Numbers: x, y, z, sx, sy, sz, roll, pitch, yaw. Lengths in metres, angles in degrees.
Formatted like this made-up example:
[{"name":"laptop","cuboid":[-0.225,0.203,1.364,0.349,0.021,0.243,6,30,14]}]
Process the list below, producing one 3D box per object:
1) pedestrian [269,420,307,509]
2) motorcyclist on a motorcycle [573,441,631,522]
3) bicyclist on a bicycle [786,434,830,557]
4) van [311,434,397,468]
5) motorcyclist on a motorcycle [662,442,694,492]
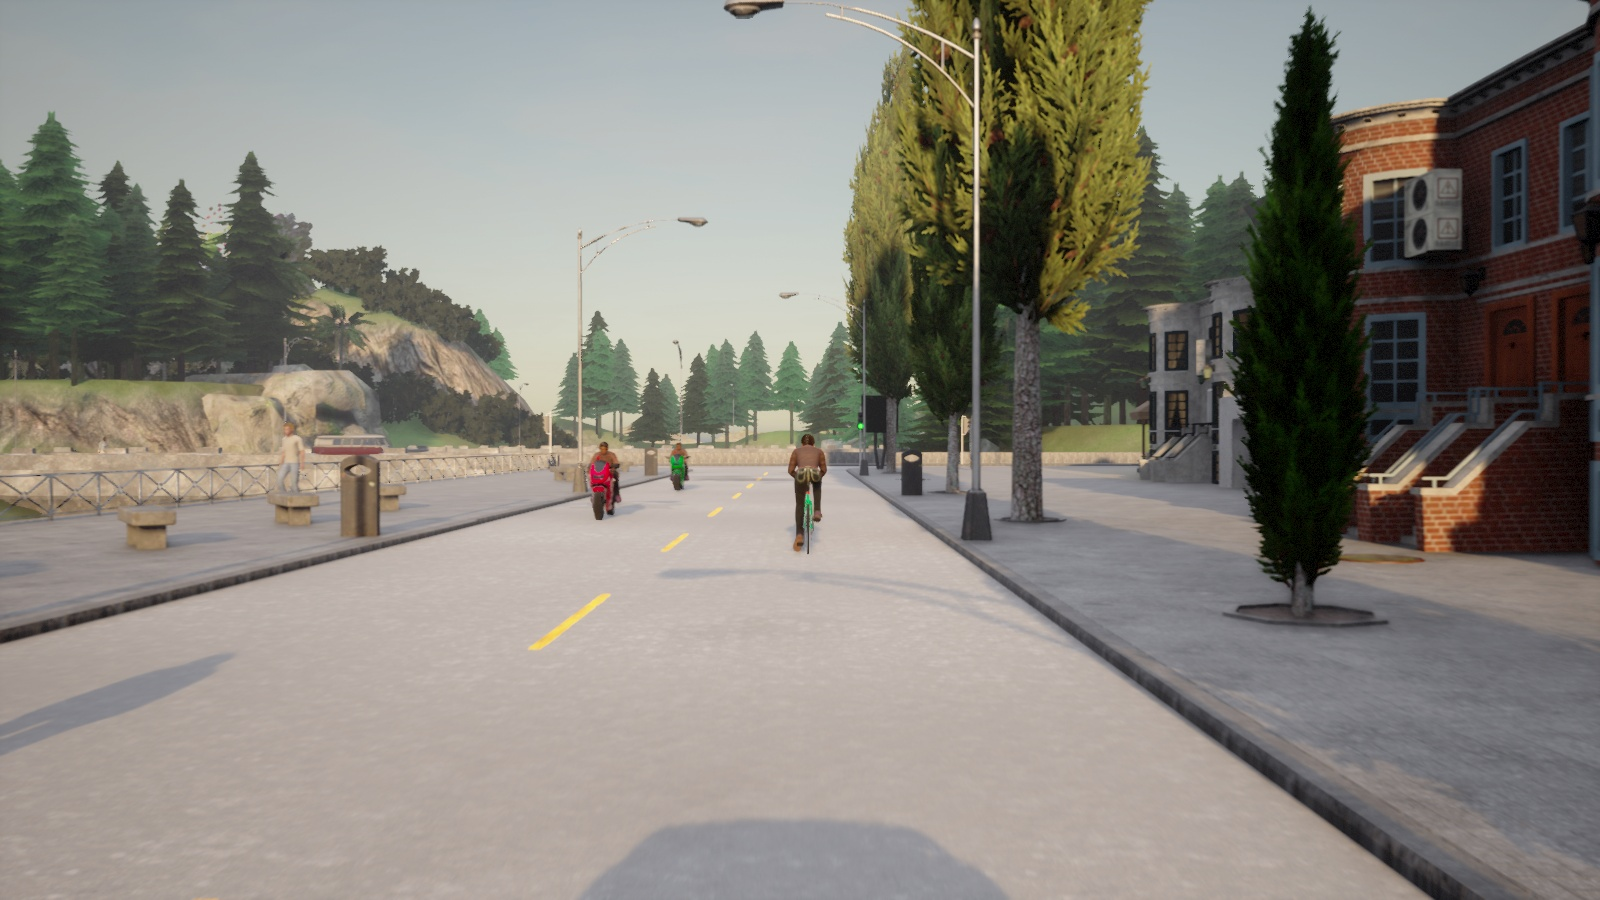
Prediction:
[{"name":"pedestrian","cuboid":[-10.738,0.299,26.355,0.354,1.836,0.706,0,0,22]},{"name":"motorcyclist on a motorcycle","cuboid":[-3.849,0.587,24.590,0.797,1.523,2.044,0,0,0]},{"name":"bicyclist on a bicycle","cuboid":[0.111,0.601,17.390,0.582,1.620,1.656,0,0,0]},{"name":"van","cuboid":[-26.404,0.059,74.380,4.442,1.987,1.775,0,0,0]},{"name":"motorcyclist on a motorcycle","cuboid":[-3.769,0.506,38.945,0.797,1.523,2.044,0,0,0]}]
